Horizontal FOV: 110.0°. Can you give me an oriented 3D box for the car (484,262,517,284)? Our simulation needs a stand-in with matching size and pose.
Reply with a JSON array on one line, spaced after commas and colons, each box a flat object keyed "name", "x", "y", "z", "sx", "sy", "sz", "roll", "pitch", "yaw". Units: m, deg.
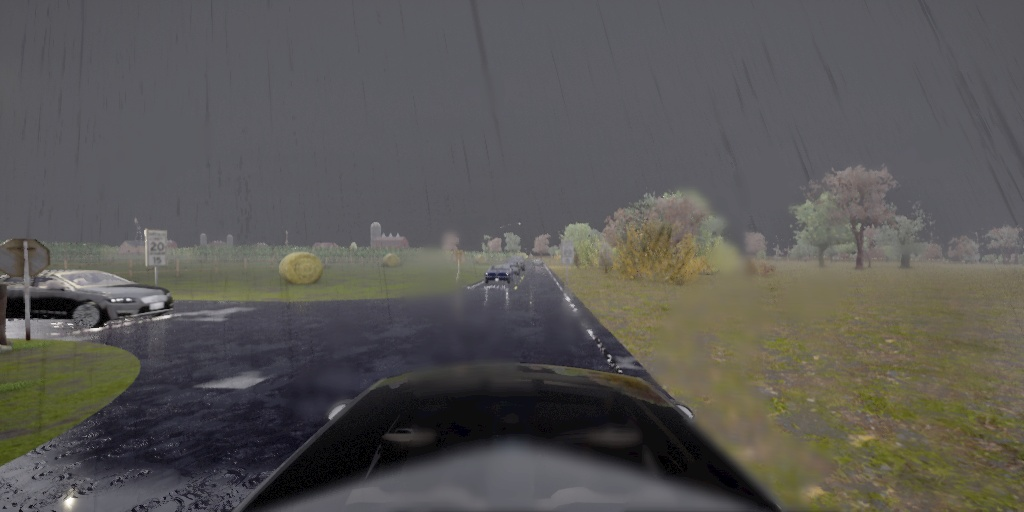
[{"name": "car", "x": -0.884, "y": 1.323, "z": 26.971, "sx": 1.895, "sy": 1.301, "sz": 4.718, "roll": 0, "pitch": 0, "yaw": 4}]

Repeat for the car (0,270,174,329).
[{"name": "car", "x": -12.680, "y": 1.163, "z": 10.368, "sx": 4.902, "sy": 1.511, "sz": 2.128, "roll": 0, "pitch": 1, "yaw": 1}]

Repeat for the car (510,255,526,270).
[{"name": "car", "x": 0.626, "y": 0.934, "z": 47.411, "sx": 2.150, "sy": 2.045, "sz": 5.566, "roll": 0, "pitch": 0, "yaw": 4}]

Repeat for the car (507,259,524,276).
[{"name": "car", "x": -0.152, "y": 1.280, "z": 36.906, "sx": 1.994, "sy": 1.385, "sz": 4.181, "roll": 0, "pitch": 0, "yaw": 4}]
